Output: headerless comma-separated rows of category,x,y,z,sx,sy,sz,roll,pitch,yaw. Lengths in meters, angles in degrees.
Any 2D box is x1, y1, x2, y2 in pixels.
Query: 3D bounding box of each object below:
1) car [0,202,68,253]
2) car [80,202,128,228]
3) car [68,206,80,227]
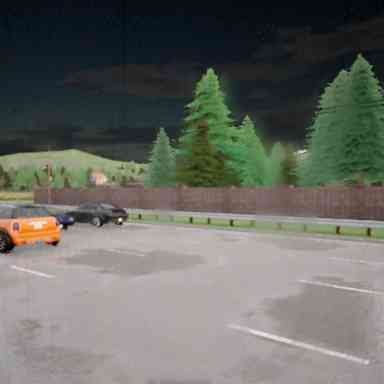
car,-7.436,1.276,13.589,4.553,1.767,2.097,1,0,36
car,-6.271,1.407,21.360,4.892,1.490,1.837,0,0,36
car,-8.778,1.500,18.850,4.718,1.301,1.895,0,0,36
